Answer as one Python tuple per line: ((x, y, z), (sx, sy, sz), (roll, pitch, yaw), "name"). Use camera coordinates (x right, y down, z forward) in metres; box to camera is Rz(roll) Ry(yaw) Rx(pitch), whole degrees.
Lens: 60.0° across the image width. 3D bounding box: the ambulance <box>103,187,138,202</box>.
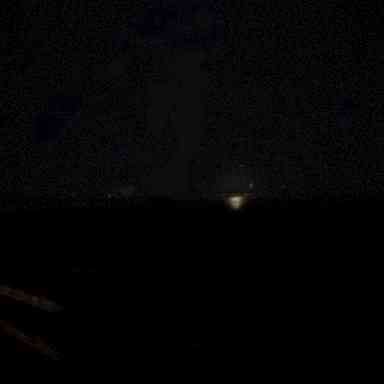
((-12.133, 0.425, 56.585), (2.351, 2.431, 6.366), (2, 2, 35), "ambulance")
